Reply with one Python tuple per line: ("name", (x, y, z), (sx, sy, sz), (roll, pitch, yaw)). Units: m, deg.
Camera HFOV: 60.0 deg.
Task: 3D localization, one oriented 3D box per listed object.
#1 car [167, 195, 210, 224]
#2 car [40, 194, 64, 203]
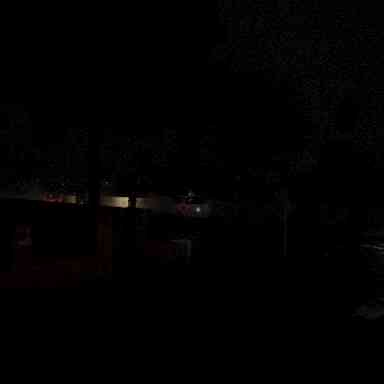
("car", (-0.381, 1.254, 25.125), (2.150, 2.045, 5.566), (1, 0, -17))
("car", (-19.580, 1.254, 46.302), (2.150, 2.045, 5.566), (0, 0, -36))
